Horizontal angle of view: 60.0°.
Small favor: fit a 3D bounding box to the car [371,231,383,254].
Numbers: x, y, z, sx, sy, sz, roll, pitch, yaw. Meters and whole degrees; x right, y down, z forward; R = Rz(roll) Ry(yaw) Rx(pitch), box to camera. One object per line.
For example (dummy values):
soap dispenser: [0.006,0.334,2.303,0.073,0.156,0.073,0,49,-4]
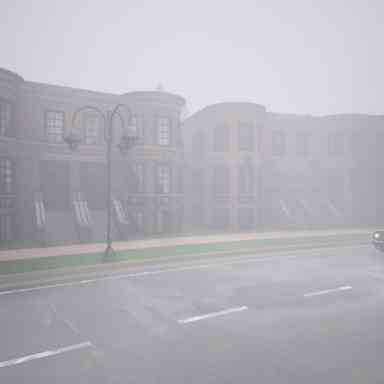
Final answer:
car: [8.709,1.600,11.629,4.718,1.301,1.895,0,0,-19]
